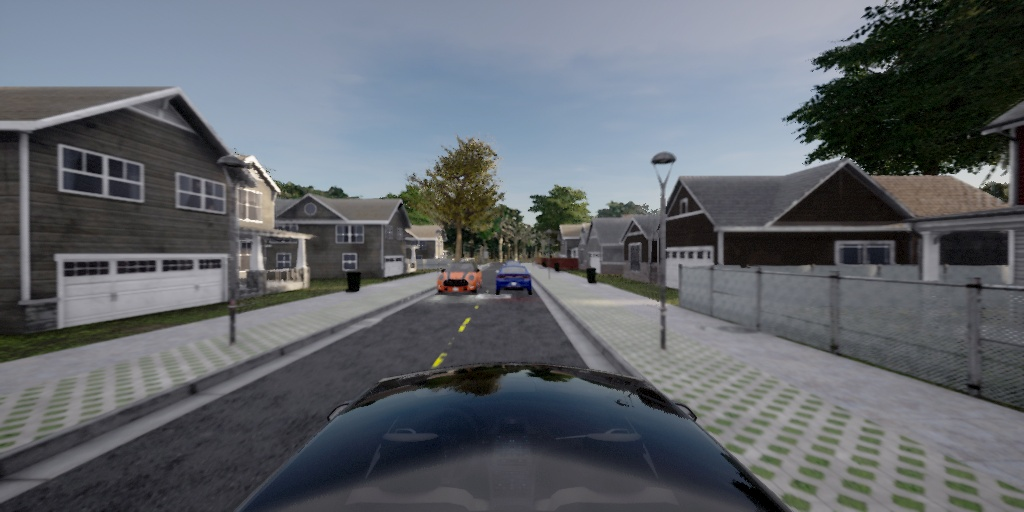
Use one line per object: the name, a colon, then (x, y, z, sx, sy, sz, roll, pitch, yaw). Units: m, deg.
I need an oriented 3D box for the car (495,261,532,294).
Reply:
car: (0.089, 1.229, 20.188, 1.882, 1.535, 5.008, 0, 0, 0)

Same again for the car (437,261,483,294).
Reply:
car: (-2.853, 1.103, 20.366, 2.097, 1.767, 4.553, 0, 0, 0)
